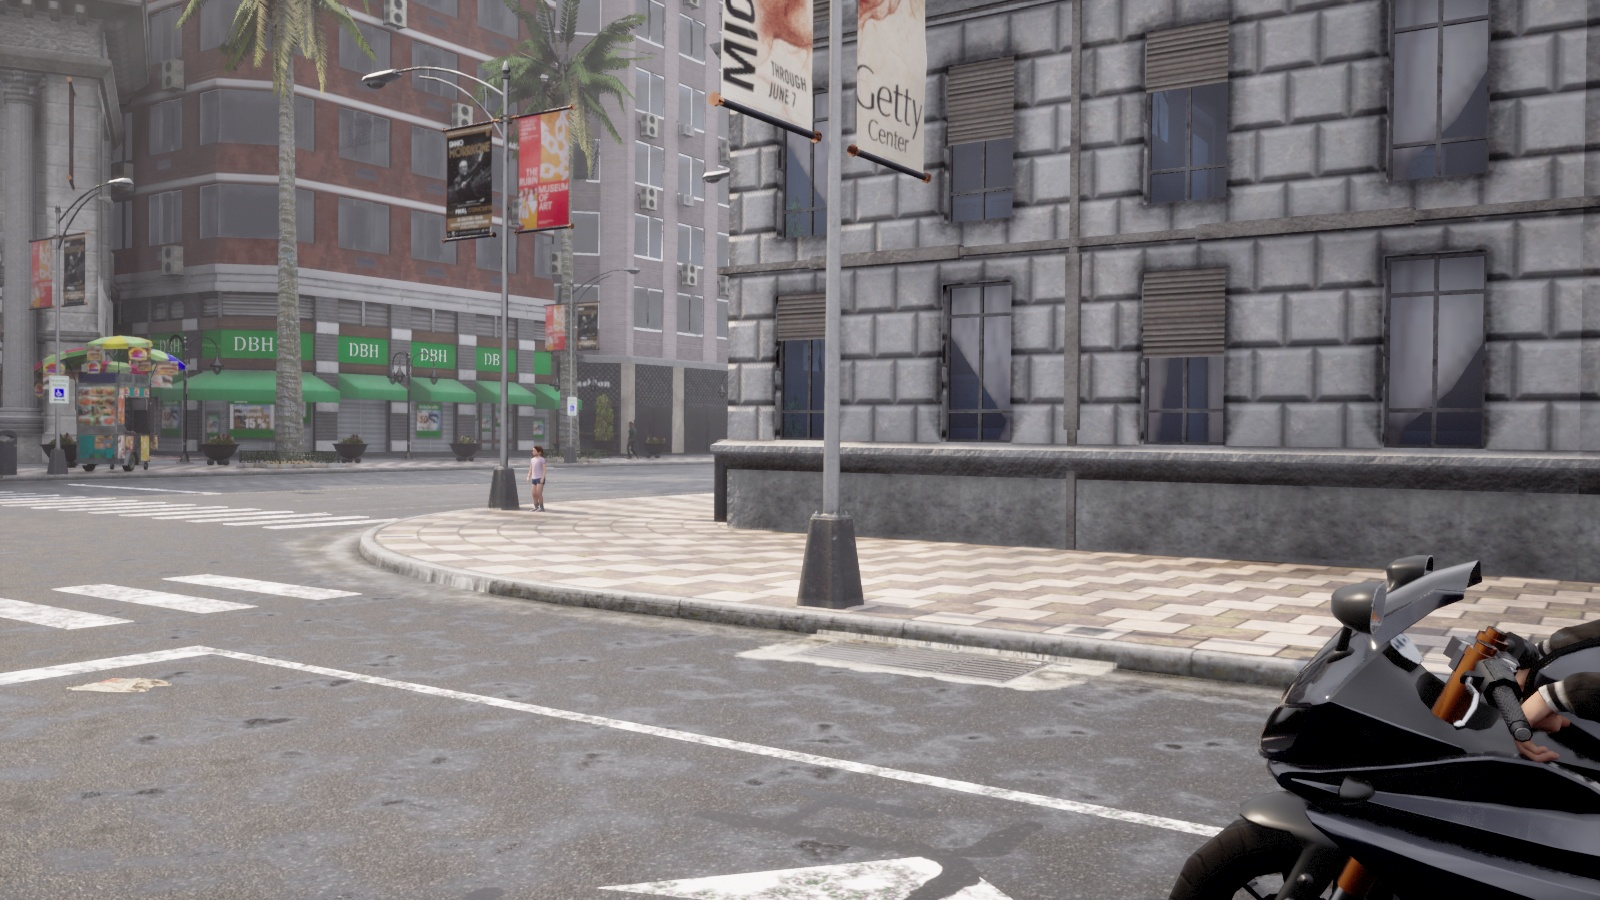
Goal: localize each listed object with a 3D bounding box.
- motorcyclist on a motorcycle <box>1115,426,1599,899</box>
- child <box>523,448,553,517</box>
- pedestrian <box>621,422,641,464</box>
[{"bbox_3d":[1.824,0.717,2.412,2.191,1.530,0.866,0,1,34],"label":"motorcyclist on a motorcycle"},{"bbox_3d":[-4.263,0.527,20.450,0.255,1.110,0.394,0,1,42],"label":"child"},{"bbox_3d":[-7.822,-0.336,58.218,0.423,1.949,0.788,0,1,45],"label":"pedestrian"}]
